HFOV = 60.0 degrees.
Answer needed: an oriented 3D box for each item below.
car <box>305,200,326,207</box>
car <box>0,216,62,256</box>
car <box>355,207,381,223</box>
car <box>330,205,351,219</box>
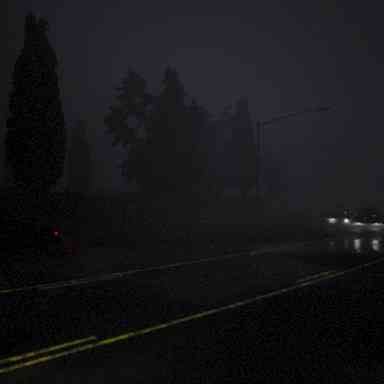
[{"bbox_3d":[26.442,2.631,71.637,2.150,2.045,5.566,0,-1,-11],"label":"car"},{"bbox_3d":[-7.478,1.548,11.622,5.357,1.411,2.033,0,0,-37],"label":"car"},{"bbox_3d":[16.832,2.145,31.701,1.812,1.442,4.674,0,-1,35],"label":"car"},{"bbox_3d":[17.457,2.309,39.164,1.812,1.442,4.674,0,-1,29],"label":"car"}]
